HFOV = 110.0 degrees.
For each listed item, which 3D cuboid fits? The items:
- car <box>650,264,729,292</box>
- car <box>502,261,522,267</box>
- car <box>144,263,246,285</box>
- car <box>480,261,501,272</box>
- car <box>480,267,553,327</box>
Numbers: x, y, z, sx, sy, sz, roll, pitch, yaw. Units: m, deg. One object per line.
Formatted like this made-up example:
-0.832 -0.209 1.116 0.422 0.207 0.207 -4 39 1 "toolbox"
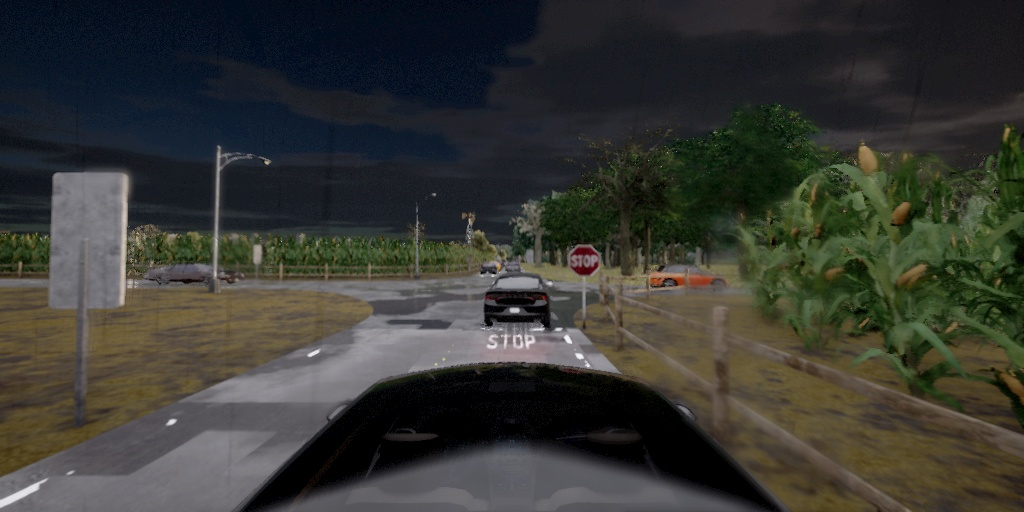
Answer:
11.431 1.376 23.251 4.553 1.767 2.097 1 -2 0 "car"
0.156 1.508 45.802 2.128 1.511 4.902 0 0 1 "car"
-20.505 1.180 23.306 5.357 1.411 2.033 0 -2 0 "car"
-2.777 1.554 44.097 2.033 1.411 5.357 0 0 1 "car"
0.319 1.286 11.878 1.882 1.535 5.008 0 0 6 "car"
